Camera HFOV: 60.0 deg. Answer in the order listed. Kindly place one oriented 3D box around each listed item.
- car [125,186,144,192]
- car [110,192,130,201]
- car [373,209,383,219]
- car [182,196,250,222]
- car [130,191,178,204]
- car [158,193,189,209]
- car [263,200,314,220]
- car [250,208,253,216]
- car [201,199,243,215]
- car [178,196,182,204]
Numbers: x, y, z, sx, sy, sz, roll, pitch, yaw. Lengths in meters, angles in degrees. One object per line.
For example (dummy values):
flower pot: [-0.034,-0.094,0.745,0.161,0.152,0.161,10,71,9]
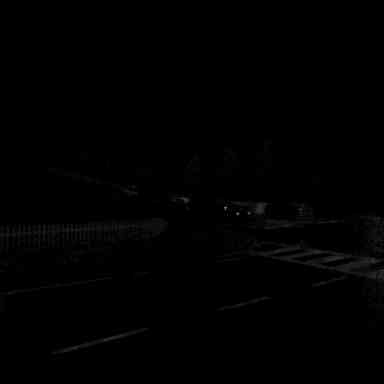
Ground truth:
car: [-8.945,0.183,53.989,2.150,2.045,5.566,1,5,-36]
car: [-10.514,1.003,44.369,1.837,1.490,4.892,0,4,-37]
car: [18.623,1.750,28.860,2.033,1.411,5.357,1,0,-23]
car: [1.889,1.331,28.001,2.150,2.045,5.566,0,0,-37]
car: [-4.231,1.235,36.053,2.150,2.045,5.566,0,1,-37]
car: [-2.595,1.141,45.493,2.097,1.767,4.553,0,3,-37]
car: [8.823,1.506,30.451,2.097,1.767,4.553,0,0,-37]
car: [3.605,1.619,31.526,2.128,1.511,4.902,0,0,-37]
car: [3.287,1.604,37.727,1.882,1.535,5.008,0,0,-37]
car: [-1.777,1.584,38.609,1.994,1.385,4.181,0,1,-38]
